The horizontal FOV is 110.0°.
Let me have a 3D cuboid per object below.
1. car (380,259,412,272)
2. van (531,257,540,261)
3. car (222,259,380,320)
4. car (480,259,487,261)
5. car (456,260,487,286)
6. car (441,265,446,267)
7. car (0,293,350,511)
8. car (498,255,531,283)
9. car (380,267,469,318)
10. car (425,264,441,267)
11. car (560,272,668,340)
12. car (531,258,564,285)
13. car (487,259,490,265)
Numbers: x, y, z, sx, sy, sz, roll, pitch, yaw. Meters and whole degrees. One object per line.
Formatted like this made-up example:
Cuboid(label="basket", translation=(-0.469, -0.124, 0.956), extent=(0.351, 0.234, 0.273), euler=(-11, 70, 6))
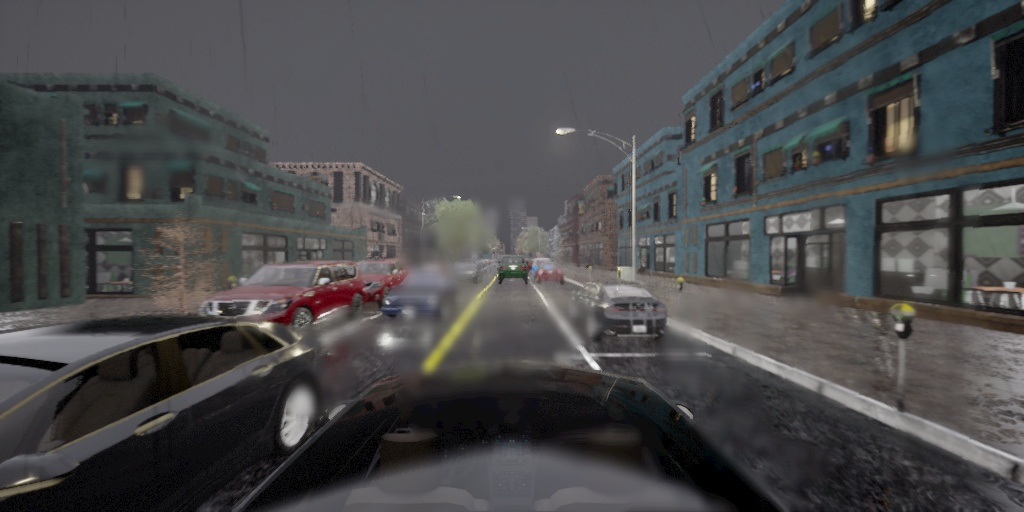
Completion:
Cuboid(label="car", translation=(-5.689, 1.063, 15.281), extent=(2.192, 1.841, 5.009), euler=(0, 0, 0))
Cuboid(label="van", translation=(2.688, 1.088, 31.914), extent=(1.690, 1.789, 3.998), euler=(0, 0, 0))
Cuboid(label="car", translation=(-5.689, 1.063, 9.737), extent=(2.192, 1.841, 5.009), euler=(0, 0, 0))
Cuboid(label="car", translation=(-5.698, 1.308, 59.632), extent=(1.948, 1.339, 4.313), euler=(0, 0, 0))
Cuboid(label="car", translation=(-3.063, 1.253, 25.319), extent=(1.837, 1.490, 4.892), euler=(0, 0, 0))
Cuboid(label="car", translation=(-5.691, 1.292, 26.369), extent=(1.888, 1.381, 4.507), euler=(0, 0, 0))
Cuboid(label="car", translation=(-3.094, 1.256, 2.289), extent=(1.837, 1.490, 4.892), euler=(0, 0, 0))
Cuboid(label="car", translation=(0.090, 0.968, 27.550), extent=(2.150, 2.045, 5.566), euler=(0, 0, 0))
Cuboid(label="car", translation=(-3.054, 1.296, 13.324), extent=(2.033, 1.411, 5.357), euler=(0, 0, 1))
Cuboid(label="car", translation=(-5.690, 1.314, 20.824), extent=(1.948, 1.339, 4.313), euler=(0, 0, 0))
Cuboid(label="car", translation=(2.693, 1.300, 9.738), extent=(2.007, 1.370, 4.403), euler=(0, 0, 0))
Cuboid(label="car", translation=(2.689, 1.188, 26.370), extent=(1.967, 1.591, 4.097), euler=(0, 0, 0))
Cuboid(label="car", translation=(-5.700, 1.292, 65.176), extent=(2.007, 1.370, 4.403), euler=(0, 0, 0))
